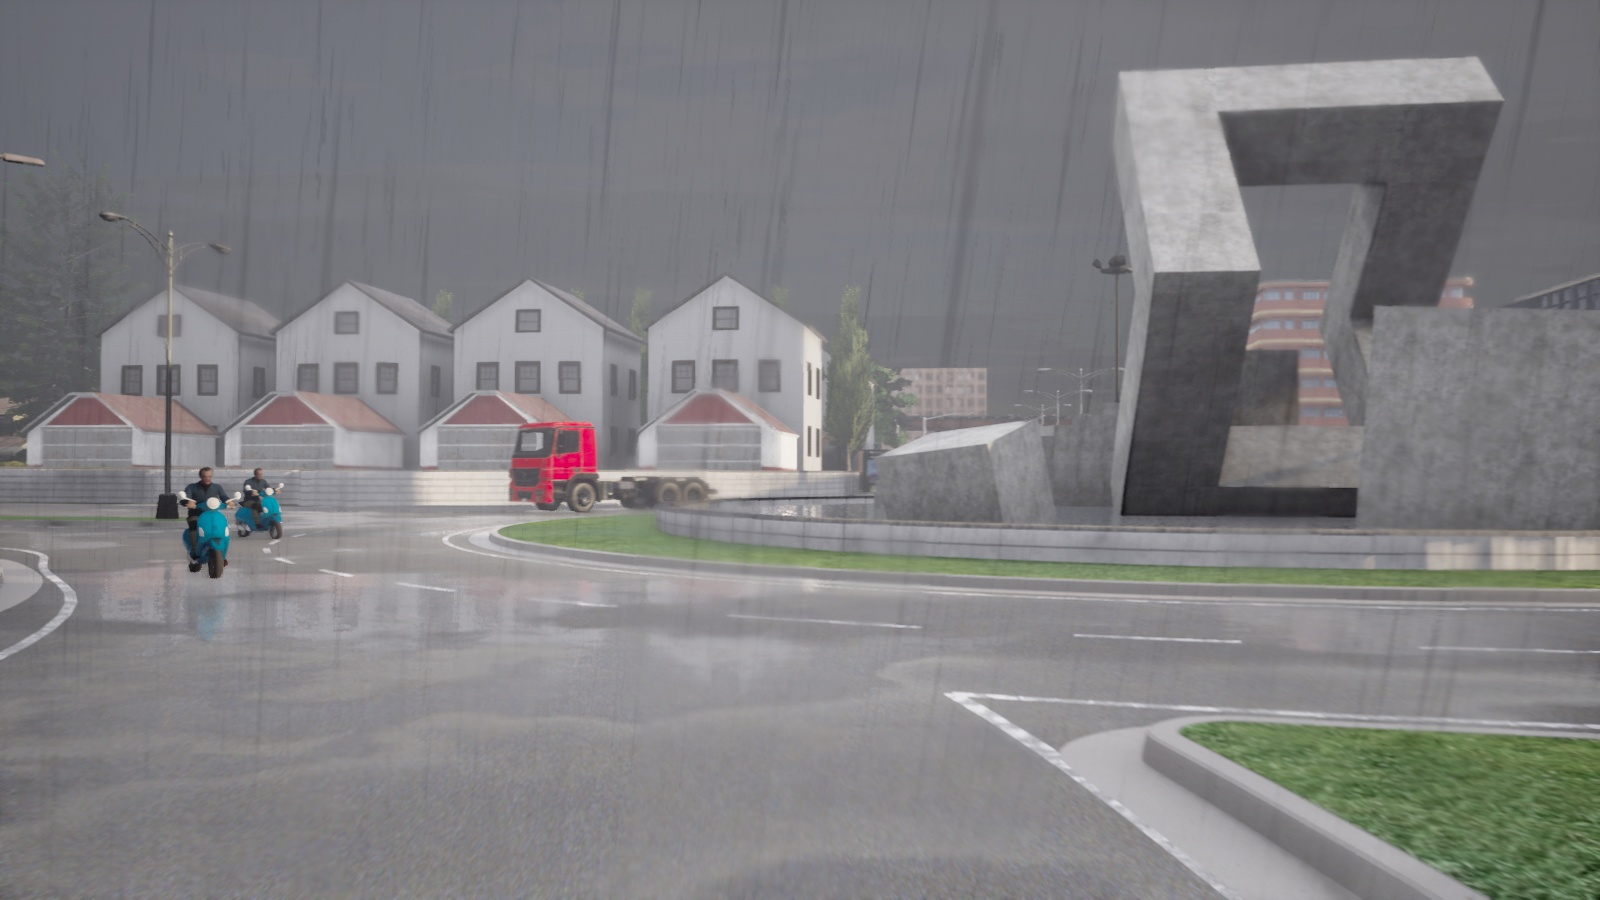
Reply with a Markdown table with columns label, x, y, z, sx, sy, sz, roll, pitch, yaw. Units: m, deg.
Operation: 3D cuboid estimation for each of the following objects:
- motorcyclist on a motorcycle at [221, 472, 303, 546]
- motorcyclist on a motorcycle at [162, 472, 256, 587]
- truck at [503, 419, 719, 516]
| label | x | y | z | sx | sy | sz | roll | pitch | yaw |
| --- | --- | --- | --- | --- | --- | --- | --- | --- | --- |
| motorcyclist on a motorcycle | -12.061 | 1.295 | 28.124 | 1.817 | 1.590 | 0.866 | -1 | 0 | 37 |
| motorcyclist on a motorcycle | -8.675 | 1.116 | 18.388 | 0.866 | 1.590 | 1.817 | 1 | -1 | -37 |
| truck | -7.176 | 0.678 | 48.479 | 7.936 | 3.462 | 2.891 | 1 | -1 | -41 |
